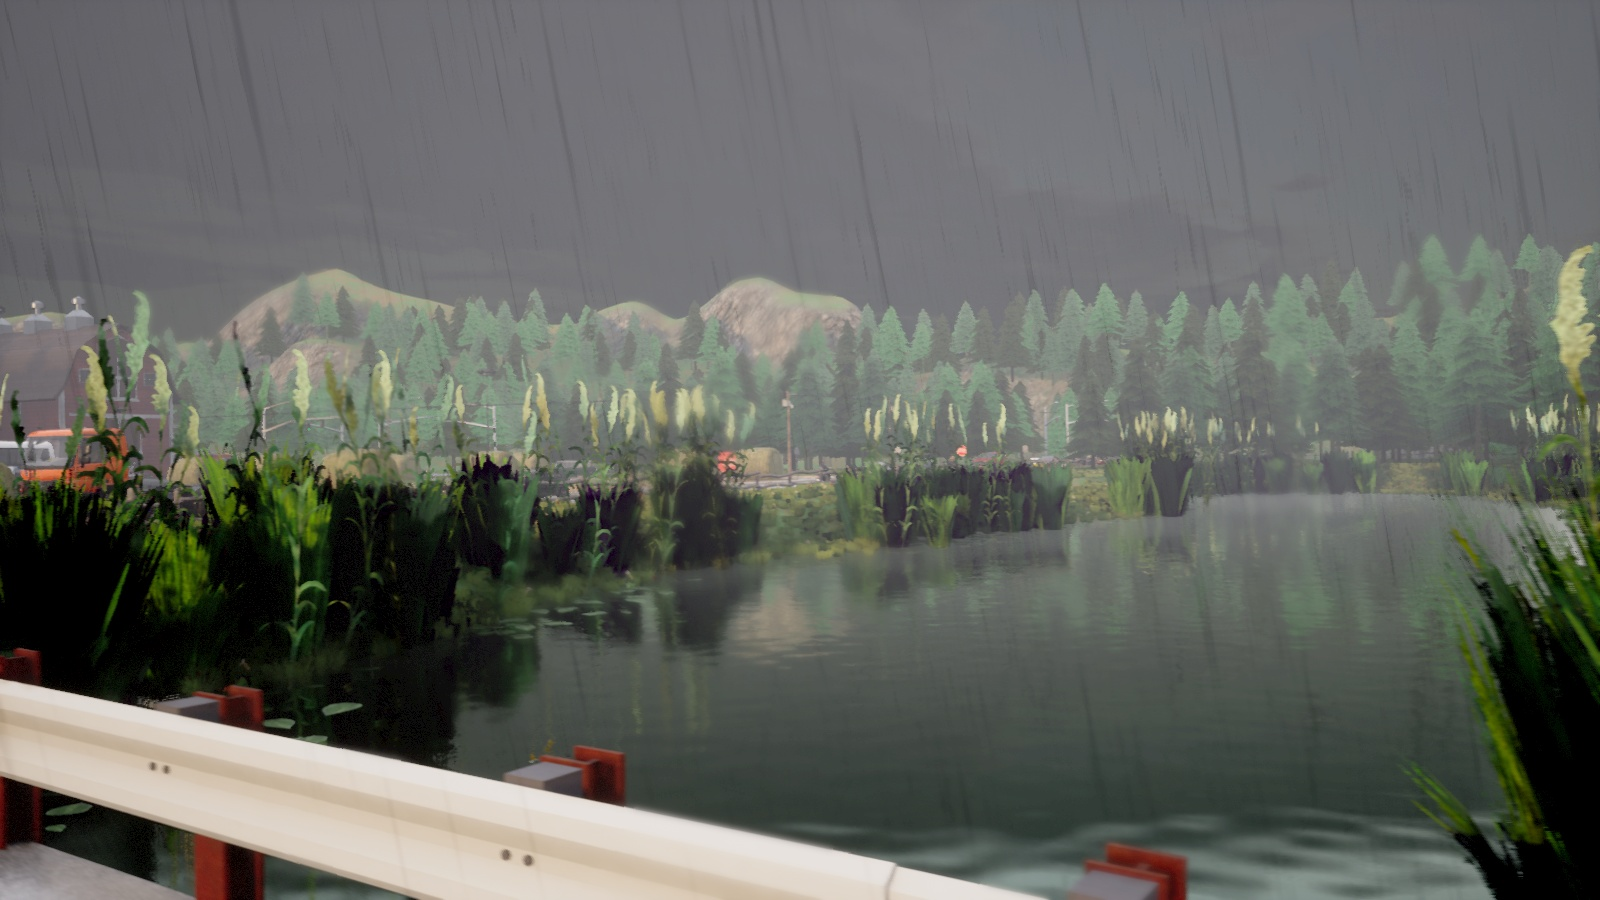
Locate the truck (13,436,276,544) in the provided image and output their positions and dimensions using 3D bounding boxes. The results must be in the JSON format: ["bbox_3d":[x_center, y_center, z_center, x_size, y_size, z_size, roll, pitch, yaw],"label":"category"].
[{"bbox_3d":[-23.076,1.305,44.772,2.891,3.462,7.936,-2,0,29],"label":"truck"}]

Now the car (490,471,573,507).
[{"bbox_3d":[-13.345,1.911,62.631,1.851,1.617,3.988,-2,0,29],"label":"car"}]
